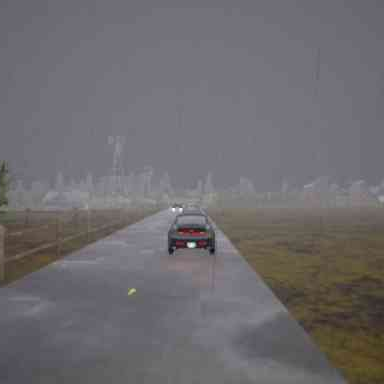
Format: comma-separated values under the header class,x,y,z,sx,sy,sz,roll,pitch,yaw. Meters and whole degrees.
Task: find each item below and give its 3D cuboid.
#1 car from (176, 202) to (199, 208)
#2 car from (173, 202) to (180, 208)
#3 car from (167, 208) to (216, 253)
class,x,y,z,sx,sy,sz,roll,pitch,yaw
car,-0.040,1.876,29.009,2.033,1.411,5.357,0,-1,0
car,-2.846,2.682,67.640,1.895,1.301,4.718,0,-1,0
car,-0.016,1.659,14.322,1.837,1.490,4.892,0,0,0
